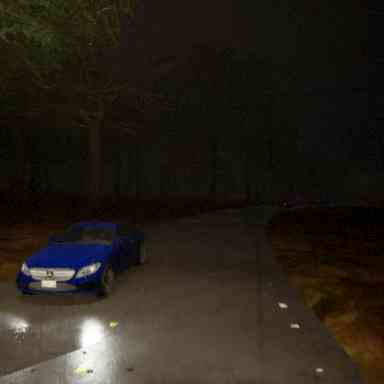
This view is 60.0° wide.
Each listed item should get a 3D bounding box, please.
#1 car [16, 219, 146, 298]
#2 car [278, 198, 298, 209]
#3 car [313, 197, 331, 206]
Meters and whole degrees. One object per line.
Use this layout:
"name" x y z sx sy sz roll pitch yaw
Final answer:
"car" -2.473 1.476 8.621 1.812 1.442 4.674 0 0 6
"car" 13.788 1.616 47.571 1.994 1.385 4.181 1 0 30
"car" 24.119 1.789 61.617 1.837 1.490 4.892 2 0 42
